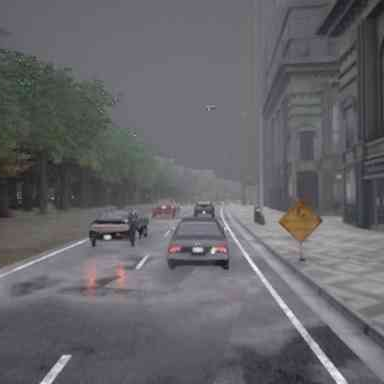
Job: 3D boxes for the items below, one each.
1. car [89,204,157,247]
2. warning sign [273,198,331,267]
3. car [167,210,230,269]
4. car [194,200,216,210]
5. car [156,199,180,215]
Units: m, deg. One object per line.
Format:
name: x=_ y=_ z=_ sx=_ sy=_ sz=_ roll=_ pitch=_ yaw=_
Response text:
car: x=-3.115 y=1.495 z=15.040 sx=2.128 sy=1.511 sz=4.902 roll=0 pitch=0 yaw=2
warning sign: x=3.148 y=1.125 z=9.658 sx=1.300 sy=1.860 sz=1.060 roll=-2 pitch=-2 yaw=1
car: x=0.246 y=1.555 z=11.208 sx=2.033 sy=1.411 sz=5.357 roll=0 pitch=0 yaw=2
car: x=1.218 y=1.538 z=31.415 sx=1.837 sy=1.490 sz=4.892 roll=0 pitch=0 yaw=4
car: x=-2.311 y=1.387 z=31.105 sx=2.097 sy=1.767 sz=4.553 roll=0 pitch=0 yaw=4
